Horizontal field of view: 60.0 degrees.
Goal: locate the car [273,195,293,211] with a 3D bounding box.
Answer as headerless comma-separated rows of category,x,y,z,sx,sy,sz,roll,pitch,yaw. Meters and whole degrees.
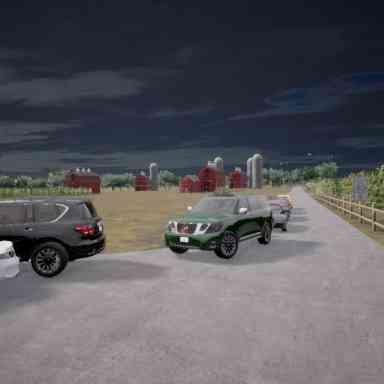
car,10.003,1.104,36.475,1.882,1.535,5.008,0,1,18

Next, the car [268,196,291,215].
car,8.189,1.193,30.772,1.837,1.490,4.892,0,0,18

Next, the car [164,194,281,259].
car,1.298,1.106,12.668,2.150,2.045,5.566,0,0,34

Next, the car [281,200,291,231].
car,4.415,1.377,18.993,1.994,1.385,4.181,0,0,17

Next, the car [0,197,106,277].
car,-5.364,1.225,9.595,5.566,2.045,2.150,-1,1,-4

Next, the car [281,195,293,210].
car,6.266,1.231,24.727,1.882,1.535,5.008,0,0,18

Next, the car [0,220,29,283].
car,-6.104,1.612,6.679,4.674,1.442,1.812,-2,2,-38
